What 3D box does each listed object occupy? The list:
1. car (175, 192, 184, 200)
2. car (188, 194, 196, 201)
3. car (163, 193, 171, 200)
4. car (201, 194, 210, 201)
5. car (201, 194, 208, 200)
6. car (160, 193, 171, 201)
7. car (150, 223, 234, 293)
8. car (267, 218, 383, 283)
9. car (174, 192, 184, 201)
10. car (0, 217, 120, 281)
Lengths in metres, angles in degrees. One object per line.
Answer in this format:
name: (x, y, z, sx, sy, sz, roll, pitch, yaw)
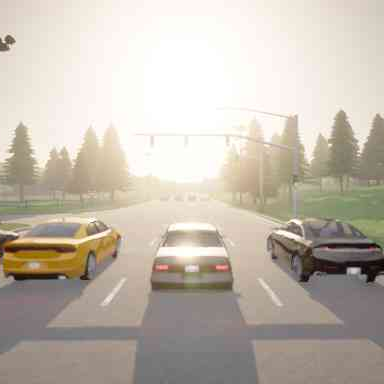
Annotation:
car: (-3.510, 1.058, 93.964, 2.150, 2.045, 5.566, 0, 0, 0)
car: (-0.009, 1.346, 83.867, 2.097, 1.767, 4.553, 0, 0, 0)
car: (-7.010, 1.188, 93.903, 2.097, 1.767, 4.553, 0, 0, 0)
car: (3.491, 1.517, 83.931, 1.812, 1.442, 4.674, 0, 0, 0)
car: (3.490, 1.357, 93.934, 1.812, 1.442, 4.674, 0, 0, 0)
car: (-7.009, 1.492, 83.513, 1.837, 1.490, 4.892, 0, 0, 0)
car: (0.005, 1.548, 9.023, 2.033, 1.411, 5.357, 0, 0, 0)
car: (3.514, 1.492, 9.629, 2.128, 1.511, 4.902, 0, 0, 0)
car: (-3.509, 1.469, 83.514, 1.882, 1.535, 5.008, 0, 0, 0)
car: (-3.484, 1.478, 9.882, 1.882, 1.535, 5.008, 0, 0, 1)
